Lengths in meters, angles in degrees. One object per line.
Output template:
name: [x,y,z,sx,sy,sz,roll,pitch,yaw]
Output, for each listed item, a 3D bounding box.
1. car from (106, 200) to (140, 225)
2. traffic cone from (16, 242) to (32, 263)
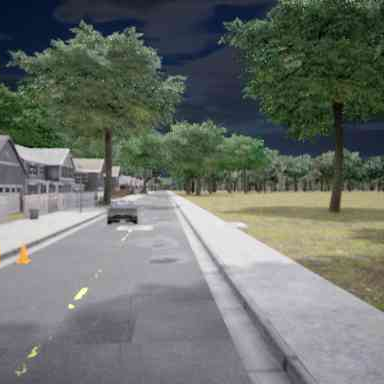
car: [-4.445,1.242,21.547,2.033,1.411,5.357,0,1,-11]
traffic cone: [-5.062,1.814,9.994,0.340,0.580,0.340,0,1,-5]
